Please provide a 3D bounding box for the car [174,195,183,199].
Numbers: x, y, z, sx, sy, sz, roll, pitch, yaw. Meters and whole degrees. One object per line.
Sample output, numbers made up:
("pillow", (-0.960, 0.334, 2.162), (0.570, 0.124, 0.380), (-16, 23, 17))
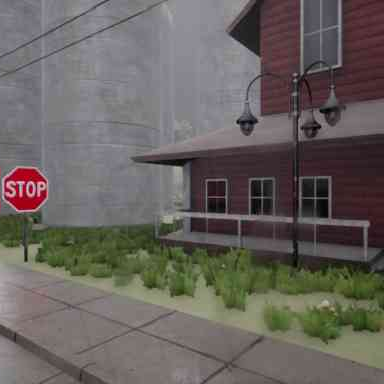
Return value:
("car", (-3.396, 1.505, 86.131), (4.193, 1.474, 1.816), (0, 0, 37))
